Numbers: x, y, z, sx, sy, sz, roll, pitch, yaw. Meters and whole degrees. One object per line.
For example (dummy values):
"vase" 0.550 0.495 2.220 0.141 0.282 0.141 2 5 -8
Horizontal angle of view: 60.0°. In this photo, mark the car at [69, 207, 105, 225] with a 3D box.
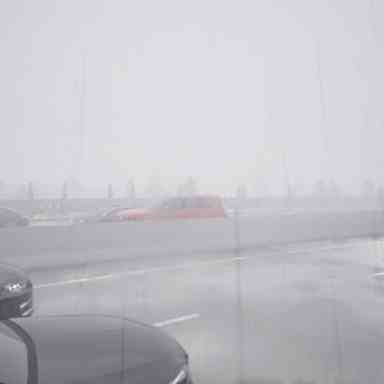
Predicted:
"car" -3.971 1.407 17.794 4.902 1.511 2.128 0 0 -31

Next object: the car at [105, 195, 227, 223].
"car" -0.914 1.152 15.608 5.566 2.045 2.150 0 0 -30

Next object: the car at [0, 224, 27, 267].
"car" -4.829 1.462 4.455 4.902 1.511 2.128 0 0 -36

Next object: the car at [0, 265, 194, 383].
"car" -2.116 1.511 2.112 4.674 1.442 1.812 0 0 -35

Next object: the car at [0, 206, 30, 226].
"car" -11.068 1.429 17.396 4.674 1.442 1.812 0 0 -34
